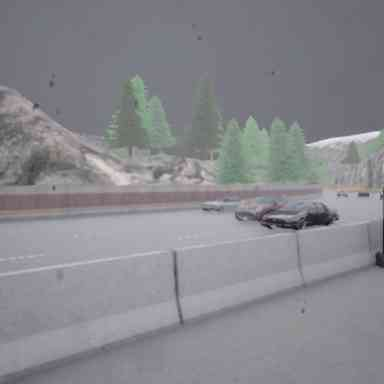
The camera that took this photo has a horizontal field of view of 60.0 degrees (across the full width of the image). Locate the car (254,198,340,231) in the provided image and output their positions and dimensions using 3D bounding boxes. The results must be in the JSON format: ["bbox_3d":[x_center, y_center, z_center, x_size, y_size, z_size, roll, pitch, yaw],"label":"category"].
[{"bbox_3d":[5.928,1.223,17.747,5.357,1.411,2.033,-1,1,-41],"label":"car"}]

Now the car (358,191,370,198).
[{"bbox_3d":[31.292,0.425,60.461,1.895,1.301,4.718,0,1,29],"label":"car"}]

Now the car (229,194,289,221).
[{"bbox_3d":[4.850,0.972,21.528,4.553,1.767,2.097,-1,1,-42],"label":"car"}]

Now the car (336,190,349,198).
[{"bbox_3d":[28.177,0.324,62.050,1.837,1.490,4.892,0,1,29],"label":"car"}]

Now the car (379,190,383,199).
[{"bbox_3d":[31.820,0.414,54.304,1.882,1.535,5.008,0,1,31],"label":"car"}]

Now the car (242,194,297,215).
[{"bbox_3d":[6.573,1.000,27.911,4.902,1.511,2.128,-1,1,-44],"label":"car"}]

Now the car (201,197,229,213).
[{"bbox_3d":[2.958,1.107,29.253,4.718,1.301,1.895,-1,1,-44],"label":"car"}]
